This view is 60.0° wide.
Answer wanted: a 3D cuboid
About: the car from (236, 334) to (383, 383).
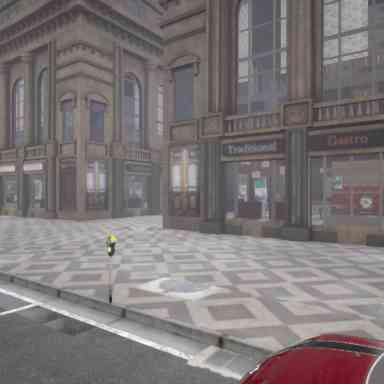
[{"bbox_3d":[1.966,1.440,1.554,4.097,1.590,1.967,0,0,36],"label":"car"}]
